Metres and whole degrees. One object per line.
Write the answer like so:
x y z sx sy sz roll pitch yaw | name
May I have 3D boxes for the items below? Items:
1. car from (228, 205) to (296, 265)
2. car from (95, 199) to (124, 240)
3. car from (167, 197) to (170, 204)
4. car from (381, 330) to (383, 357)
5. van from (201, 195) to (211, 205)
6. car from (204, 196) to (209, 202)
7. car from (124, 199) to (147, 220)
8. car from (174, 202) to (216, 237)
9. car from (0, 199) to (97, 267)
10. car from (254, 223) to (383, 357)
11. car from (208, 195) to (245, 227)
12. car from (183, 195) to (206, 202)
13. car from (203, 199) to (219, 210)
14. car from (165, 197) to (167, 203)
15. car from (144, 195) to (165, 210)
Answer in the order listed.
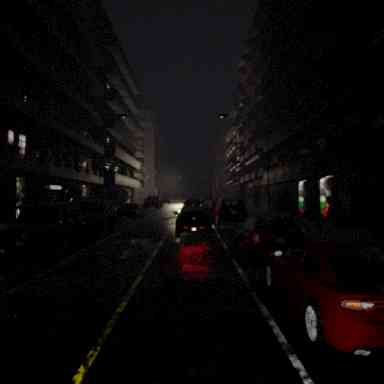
2.591 1.450 11.664 1.967 1.590 4.097 1 0 0 | car
-5.295 1.331 17.252 2.192 1.841 5.009 1 0 0 | car
-5.317 1.734 67.029 1.802 1.307 4.206 1 0 0 | car
2.584 1.545 0.602 1.887 1.381 4.507 1 0 0 | car
2.536 1.470 61.446 1.690 1.788 3.998 1 0 0 | van
2.542 1.484 33.789 1.967 1.590 4.097 1 0 0 | car
-5.305 1.598 28.314 1.947 1.339 4.313 1 0 0 | car
0.096 1.522 18.292 1.837 1.490 4.892 0 0 0 | car
-5.294 1.325 11.722 2.192 1.841 5.009 1 0 0 | car
2.582 1.549 6.132 1.887 1.381 4.507 1 0 0 | car
2.549 1.338 22.726 2.192 1.841 5.009 1 0 0 | car
0.093 1.399 35.645 2.097 1.767 4.553 0 0 0 | car
2.536 1.653 44.851 1.802 1.307 4.206 1 0 0 | car
-5.311 1.634 50.435 1.887 1.381 4.507 1 0 0 | car
-5.304 1.387 44.904 2.192 1.841 5.009 1 0 0 | car
